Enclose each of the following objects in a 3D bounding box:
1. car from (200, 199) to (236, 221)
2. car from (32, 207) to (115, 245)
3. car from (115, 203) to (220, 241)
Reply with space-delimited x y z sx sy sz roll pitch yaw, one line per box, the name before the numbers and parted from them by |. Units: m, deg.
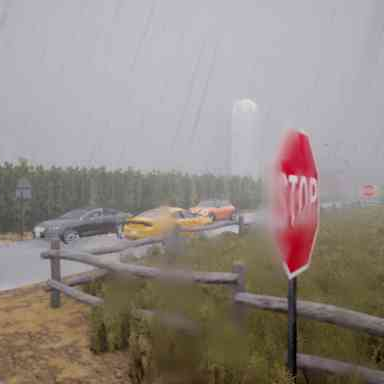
car | 1.359 1.337 24.364 2.097 1.767 4.553 0 0 37
car | -4.916 1.484 15.652 2.128 1.511 4.902 0 0 36
car | -0.913 1.471 15.371 1.882 1.535 5.008 0 0 35
